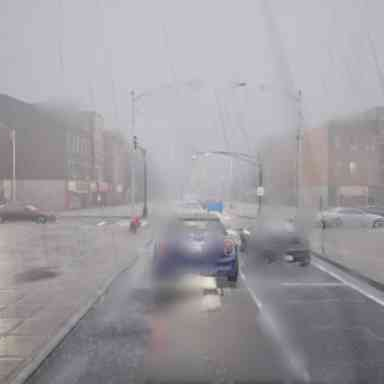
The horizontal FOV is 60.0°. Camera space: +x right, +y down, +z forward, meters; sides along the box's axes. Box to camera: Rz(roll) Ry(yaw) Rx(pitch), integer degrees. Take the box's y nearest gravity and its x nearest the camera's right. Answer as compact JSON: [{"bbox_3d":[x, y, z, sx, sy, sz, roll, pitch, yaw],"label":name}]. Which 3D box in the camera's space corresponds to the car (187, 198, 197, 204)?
[{"bbox_3d":[-0.025,2.087,79.092,2.128,1.511,4.902,0,-1,0],"label":"car"}]

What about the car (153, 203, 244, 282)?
[{"bbox_3d":[0.095,1.379,9.962,2.097,1.767,4.553,0,0,0],"label":"car"}]

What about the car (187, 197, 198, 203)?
[{"bbox_3d":[-0.020,2.044,69.125,1.895,1.301,4.718,0,-1,0],"label":"car"}]

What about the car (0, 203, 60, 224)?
[{"bbox_3d":[-11.726,1.481,23.337,4.674,1.442,1.812,1,1,2],"label":"car"}]

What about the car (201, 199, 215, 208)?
[{"bbox_3d":[2.604,1.849,54.117,2.008,1.369,4.403,-1,-1,0],"label":"car"}]

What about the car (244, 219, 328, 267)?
[{"bbox_3d":[2.622,1.582,11.289,2.008,1.369,4.403,-1,0,0],"label":"car"}]

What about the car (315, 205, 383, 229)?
[{"bbox_3d":[11.006,1.785,23.254,4.674,1.442,1.812,1,0,-2],"label":"car"}]

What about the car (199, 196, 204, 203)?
[{"bbox_3d":[2.601,1.567,48.831,2.192,1.841,5.009,-1,-1,0],"label":"car"}]

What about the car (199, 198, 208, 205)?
[{"bbox_3d":[2.595,2.061,75.278,1.887,1.381,4.507,-1,-1,0],"label":"car"}]

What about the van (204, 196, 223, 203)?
[{"bbox_3d":[2.606,1.513,38.248,1.690,1.788,3.998,-1,0,0],"label":"van"}]

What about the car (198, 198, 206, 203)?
[{"bbox_3d":[2.591,2.229,85.857,1.802,1.307,4.206,-2,-1,0],"label":"car"}]

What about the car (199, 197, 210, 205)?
[{"bbox_3d":[2.595,1.897,69.989,1.967,1.590,4.097,-1,-1,0],"label":"car"}]
